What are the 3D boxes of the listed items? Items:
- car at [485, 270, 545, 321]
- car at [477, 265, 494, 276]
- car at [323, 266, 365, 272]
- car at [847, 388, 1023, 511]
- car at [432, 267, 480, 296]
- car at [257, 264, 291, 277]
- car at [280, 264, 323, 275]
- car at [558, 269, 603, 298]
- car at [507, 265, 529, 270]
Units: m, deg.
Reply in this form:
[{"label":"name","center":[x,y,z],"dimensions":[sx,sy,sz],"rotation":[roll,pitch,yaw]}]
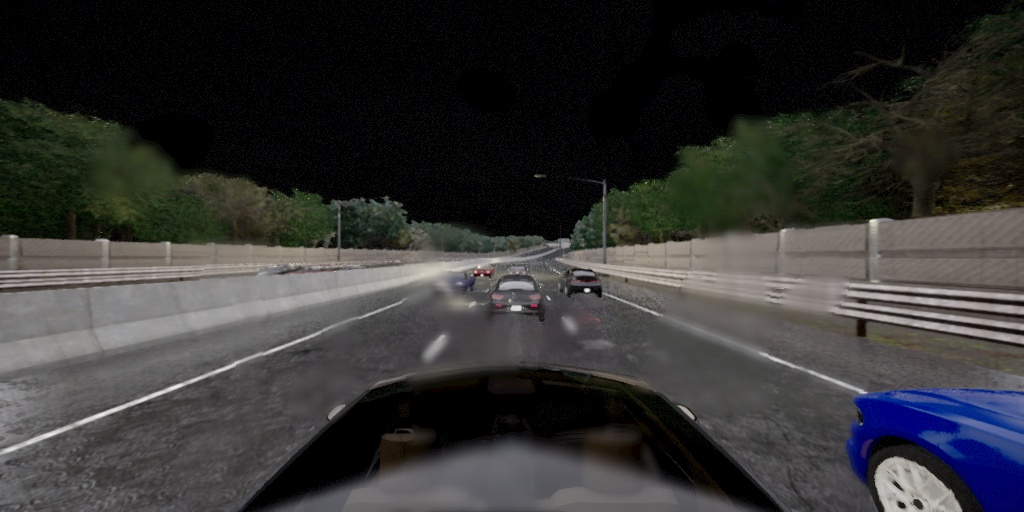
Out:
[{"label":"car","center":[0.162,1.403,12.949],"dimensions":[1.812,1.442,4.674],"rotation":[0,0,1]},{"label":"car","center":[-2.846,1.585,37.089],"dimensions":[1.895,1.301,4.718],"rotation":[0,0,2]},{"label":"car","center":[-13.727,1.573,30.607],"dimensions":[1.895,1.301,4.718],"rotation":[0,0,1]},{"label":"car","center":[3.610,1.216,0.774],"dimensions":[1.882,1.535,5.008],"rotation":[0,-1,0]},{"label":"car","center":[-3.226,1.539,20.994],"dimensions":[1.895,1.301,4.718],"rotation":[0,0,1]},{"label":"car","center":[-20.677,1.463,32.429],"dimensions":[2.128,1.511,4.902],"rotation":[0,0,2]},{"label":"car","center":[-17.223,1.571,30.770],"dimensions":[1.895,1.301,4.718],"rotation":[0,0,1]},{"label":"car","center":[3.764,1.444,20.190],"dimensions":[1.837,1.490,4.892],"rotation":[0,0,1]},{"label":"car","center":[0.547,1.533,33.527],"dimensions":[2.033,1.411,5.357],"rotation":[0,0,2]}]
